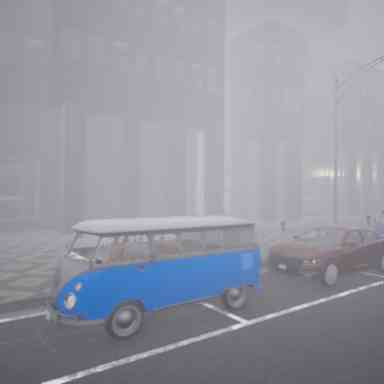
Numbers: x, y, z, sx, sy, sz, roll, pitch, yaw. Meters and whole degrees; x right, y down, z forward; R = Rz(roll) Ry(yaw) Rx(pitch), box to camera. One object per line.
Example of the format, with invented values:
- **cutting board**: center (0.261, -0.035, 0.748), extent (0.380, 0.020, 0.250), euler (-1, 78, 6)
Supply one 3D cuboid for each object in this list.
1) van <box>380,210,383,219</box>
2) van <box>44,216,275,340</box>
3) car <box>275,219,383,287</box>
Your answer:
- **van**: center (8.653, 1.488, 12.831), extent (3.998, 1.788, 1.690), euler (1, 0, -36)
- **van**: center (-0.489, 1.373, 6.300), extent (3.998, 1.788, 1.690), euler (1, 0, -36)
- **car**: center (4.080, 1.634, 9.565), extent (4.507, 1.381, 1.887), euler (1, 0, -36)
